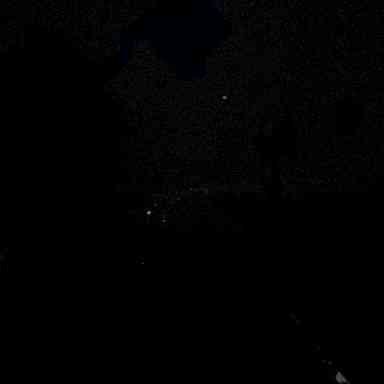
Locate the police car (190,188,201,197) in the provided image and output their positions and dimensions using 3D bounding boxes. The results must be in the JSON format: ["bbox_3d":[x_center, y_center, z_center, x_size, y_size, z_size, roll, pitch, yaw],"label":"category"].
[{"bbox_3d":[1.064,0.146,74.659,1.930,1.638,5.238,0,1,0],"label":"police car"}]

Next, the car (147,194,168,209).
[{"bbox_3d":[-3.584,0.972,34.978,1.837,1.490,4.892,0,1,0],"label":"car"}]

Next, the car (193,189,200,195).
[{"bbox_3d":[1.067,0.054,84.557,1.812,1.442,4.674,0,1,0],"label":"car"}]

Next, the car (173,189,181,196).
[{"bbox_3d":[-3.485,0.037,76.957,2.128,1.511,4.902,0,1,0],"label":"car"}]

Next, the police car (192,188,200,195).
[{"bbox_3d":[1.067,-0.167,90.669,1.930,1.638,5.238,0,1,0],"label":"police car"}]
